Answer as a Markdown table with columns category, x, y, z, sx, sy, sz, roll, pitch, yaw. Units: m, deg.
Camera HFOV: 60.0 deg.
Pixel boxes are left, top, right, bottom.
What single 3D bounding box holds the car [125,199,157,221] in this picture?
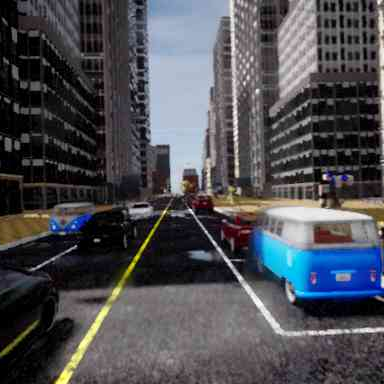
| category | x | y | z | sx | sy | sz | roll | pitch | yaw |
| --- | --- | --- | --- | --- | --- | --- | --- | --- | --- |
| car | -4.287 | 1.611 | 28.403 | 1.812 | 1.442 | 4.674 | -2 | 1 | -2 |

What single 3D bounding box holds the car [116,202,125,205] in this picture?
| category | x | y | z | sx | sy | sz | roll | pitch | yaw |
| --- | --- | --- | --- | --- | --- | --- | --- | --- | --- |
| car | -7.196 | 1.725 | 34.935 | 1.947 | 1.339 | 4.313 | -1 | 0 | -3 |

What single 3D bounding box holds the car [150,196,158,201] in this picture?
| category | x | y | z | sx | sy | sz | roll | pitch | yaw |
| --- | --- | --- | --- | --- | --- | --- | --- | --- | --- |
| car | -8.981 | 1.731 | 73.670 | 1.802 | 1.307 | 4.206 | -1 | 0 | -3 |

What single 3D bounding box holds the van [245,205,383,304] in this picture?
| category | x | y | z | sx | sy | sz | roll | pitch | yaw |
| --- | --- | --- | --- | --- | --- | --- | --- | --- | --- |
| van | 2.554 | 1.254 | 7.663 | 1.690 | 1.788 | 3.998 | -1 | 0 | -3 |

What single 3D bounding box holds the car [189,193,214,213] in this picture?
| category | x | y | z | sx | sy | sz | roll | pitch | yaw |
| --- | --- | --- | --- | --- | --- | --- | --- | --- | --- |
| car | 1.165 | 1.228 | 35.321 | 2.192 | 1.841 | 5.009 | -1 | 0 | -3 |

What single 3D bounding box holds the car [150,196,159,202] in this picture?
| category | x | y | z | sx | sy | sz | roll | pitch | yaw |
| --- | --- | --- | --- | --- | --- | --- | --- | --- | --- |
| car | -9.491 | 1.727 | 84.736 | 1.802 | 1.307 | 4.206 | -1 | 0 | -3 |

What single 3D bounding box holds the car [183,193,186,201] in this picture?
| category | x | y | z | sx | sy | sz | roll | pitch | yaw |
| --- | --- | --- | --- | --- | --- | --- | --- | --- | --- |
| car | 0.146 | 1.222 | 57.455 | 2.192 | 1.841 | 5.009 | -1 | 0 | -3 |

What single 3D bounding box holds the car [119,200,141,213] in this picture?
| category | x | y | z | sx | sy | sz | roll | pitch | yaw |
| --- | --- | --- | --- | --- | --- | --- | --- | --- | --- |
| car | -7.452 | 1.709 | 40.468 | 2.008 | 1.369 | 4.403 | -1 | 0 | -3 |

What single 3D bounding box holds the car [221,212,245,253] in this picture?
| category | x | y | z | sx | sy | sz | roll | pitch | yaw |
| --- | --- | --- | --- | --- | --- | --- | --- | --- | --- |
| car | 2.214 | 1.460 | 13.191 | 1.887 | 1.381 | 4.507 | -1 | 0 | -3 |

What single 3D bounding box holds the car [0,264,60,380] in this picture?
| category | x | y | z | sx | sy | sz | roll | pitch | yaw |
| --- | --- | --- | --- | --- | --- | --- | --- | --- | --- |
| car | -3.182 | 1.651 | 3.969 | 1.994 | 1.385 | 4.181 | -2 | 0 | -3 |

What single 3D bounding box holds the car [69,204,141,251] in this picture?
| category | x | y | z | sx | sy | sz | roll | pitch | yaw |
| --- | --- | --- | --- | --- | --- | --- | --- | --- | --- |
| car | -3.694 | 1.564 | 15.050 | 1.882 | 1.535 | 5.008 | -2 | 0 | -2 |

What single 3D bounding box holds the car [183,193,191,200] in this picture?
| category | x | y | z | sx | sy | sz | roll | pitch | yaw |
| --- | --- | --- | --- | --- | --- | --- | --- | --- | --- |
| car | -1.385 | 1.212 | 90.655 | 2.192 | 1.841 | 5.009 | -1 | 0 | -3 |

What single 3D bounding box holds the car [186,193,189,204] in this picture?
| category | x | y | z | sx | sy | sz | roll | pitch | yaw |
| --- | --- | --- | --- | --- | --- | --- | --- | --- | --- |
| car | 0.655 | 1.225 | 46.388 | 2.192 | 1.841 | 5.009 | -1 | 0 | -3 |

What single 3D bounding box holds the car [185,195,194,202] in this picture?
| category | x | y | z | sx | sy | sz | roll | pitch | yaw |
| --- | --- | --- | --- | --- | --- | --- | --- | --- | --- |
| car | -0.622 | 1.428 | 74.225 | 1.752 | 1.417 | 4.829 | -1 | 0 | -3 |

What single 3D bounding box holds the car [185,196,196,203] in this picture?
| category | x | y | z | sx | sy | sz | roll | pitch | yaw |
| --- | --- | --- | --- | --- | --- | --- | --- | --- | --- |
| car | -0.359 | 1.455 | 68.522 | 2.008 | 1.369 | 4.403 | -1 | 0 | -3 |

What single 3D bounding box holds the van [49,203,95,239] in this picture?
| category | x | y | z | sx | sy | sz | roll | pitch | yaw |
| --- | --- | --- | --- | --- | --- | --- | --- | --- | --- |
| van | -6.437 | 1.503 | 18.335 | 1.690 | 1.788 | 3.998 | -1 | 0 | -3 |

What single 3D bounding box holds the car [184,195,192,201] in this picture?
| category | x | y | z | sx | sy | sz | roll | pitch | yaw |
| --- | --- | --- | --- | --- | --- | --- | --- | --- | --- |
| car | -1.123 | 1.465 | 85.122 | 1.947 | 1.339 | 4.313 | -1 | 0 | -3 |

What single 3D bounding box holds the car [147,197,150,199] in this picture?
| category | x | y | z | sx | sy | sz | roll | pitch | yaw |
| --- | --- | --- | --- | --- | --- | --- | --- | --- | --- |
| car | -7.961 | 1.737 | 51.536 | 1.802 | 1.307 | 4.206 | -1 | 0 | -3 |
